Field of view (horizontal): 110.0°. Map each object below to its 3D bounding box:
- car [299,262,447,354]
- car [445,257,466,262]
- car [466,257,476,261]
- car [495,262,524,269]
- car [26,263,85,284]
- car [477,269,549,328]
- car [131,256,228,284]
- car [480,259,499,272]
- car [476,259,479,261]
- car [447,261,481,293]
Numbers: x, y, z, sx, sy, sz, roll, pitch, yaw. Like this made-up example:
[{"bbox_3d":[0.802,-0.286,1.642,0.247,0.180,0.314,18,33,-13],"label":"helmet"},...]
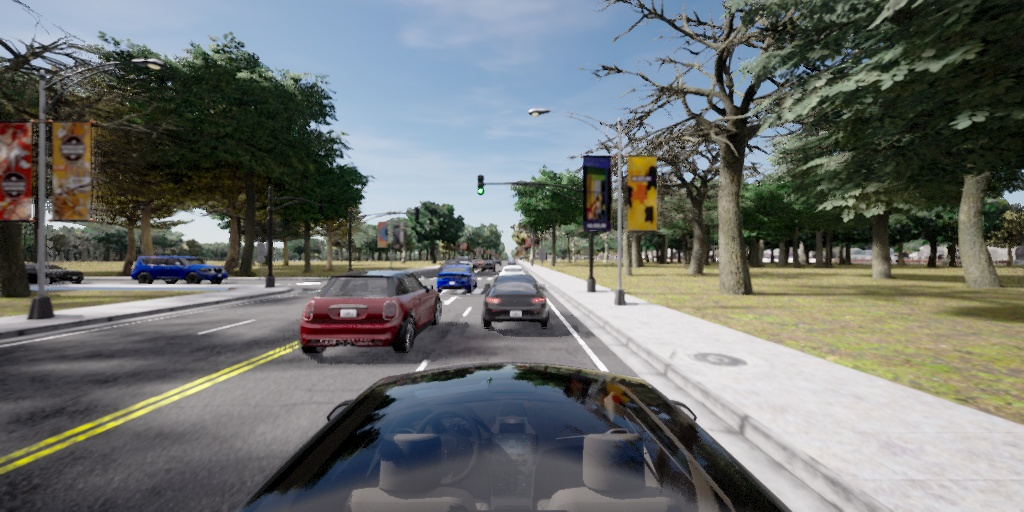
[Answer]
[{"bbox_3d":[-3.153,1.120,8.976,2.097,1.767,4.553,0,0,-1],"label":"car"},{"bbox_3d":[-6.611,1.204,38.934,2.097,1.767,4.553,0,0,0],"label":"car"},{"bbox_3d":[-6.612,1.103,48.490,2.150,2.045,5.566,0,0,0],"label":"car"},{"bbox_3d":[0.083,1.331,22.991,1.812,1.442,4.674,0,0,0],"label":"car"},{"bbox_3d":[-33.382,1.253,25.330,5.008,1.535,1.882,0,0,0],"label":"car"},{"bbox_3d":[0.098,1.300,11.359,1.812,1.442,4.674,0,0,0],"label":"car"},{"bbox_3d":[-23.379,1.009,25.320,5.566,2.045,2.150,0,0,0],"label":"car"},{"bbox_3d":[-3.168,1.393,49.959,1.837,1.490,4.892,0,0,0],"label":"car"},{"bbox_3d":[-6.582,1.395,58.696,1.882,1.535,5.008,0,0,0],"label":"car"},{"bbox_3d":[-3.153,1.279,21.345,1.882,1.535,5.008,0,0,0],"label":"car"}]
